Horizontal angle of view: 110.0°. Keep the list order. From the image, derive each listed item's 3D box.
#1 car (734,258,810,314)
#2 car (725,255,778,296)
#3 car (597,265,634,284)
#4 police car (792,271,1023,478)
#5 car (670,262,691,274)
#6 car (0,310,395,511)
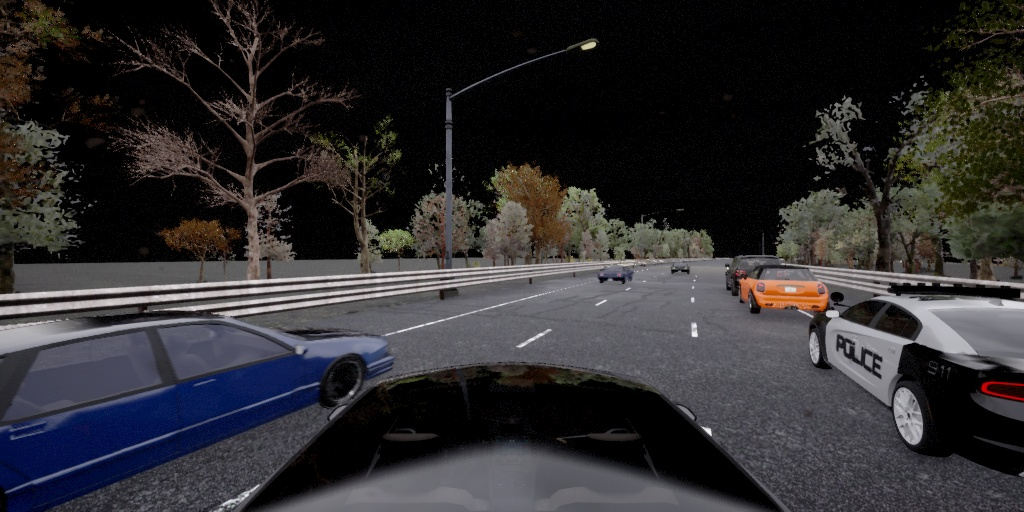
[{"bbox_3d":[9.899,1.102,13.415,2.097,1.767,4.553,0,0,27],"label":"car"},{"bbox_3d":[12.599,0.978,18.755,2.150,2.045,5.566,0,0,27],"label":"car"},{"bbox_3d":[7.903,1.356,26.965,1.895,1.301,4.718,0,0,28],"label":"car"},{"bbox_3d":[5.596,1.175,4.682,1.930,1.638,5.238,0,0,26],"label":"police car"},{"bbox_3d":[19.237,1.369,40.819,1.895,1.301,4.718,0,0,28],"label":"car"},{"bbox_3d":[-3.729,1.297,3.643,2.033,1.411,5.357,0,0,26],"label":"car"}]
